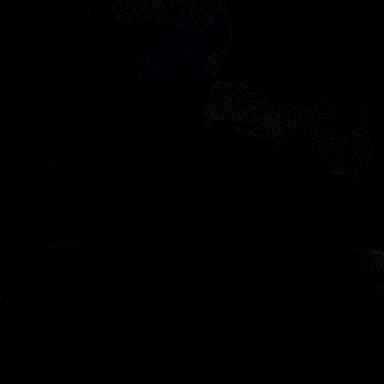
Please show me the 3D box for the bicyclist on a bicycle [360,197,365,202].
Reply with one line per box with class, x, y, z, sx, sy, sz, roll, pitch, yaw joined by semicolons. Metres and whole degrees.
bicyclist on a bicycle;19.492;1.454;38.076;1.656;1.620;0.582;0;0;-35
